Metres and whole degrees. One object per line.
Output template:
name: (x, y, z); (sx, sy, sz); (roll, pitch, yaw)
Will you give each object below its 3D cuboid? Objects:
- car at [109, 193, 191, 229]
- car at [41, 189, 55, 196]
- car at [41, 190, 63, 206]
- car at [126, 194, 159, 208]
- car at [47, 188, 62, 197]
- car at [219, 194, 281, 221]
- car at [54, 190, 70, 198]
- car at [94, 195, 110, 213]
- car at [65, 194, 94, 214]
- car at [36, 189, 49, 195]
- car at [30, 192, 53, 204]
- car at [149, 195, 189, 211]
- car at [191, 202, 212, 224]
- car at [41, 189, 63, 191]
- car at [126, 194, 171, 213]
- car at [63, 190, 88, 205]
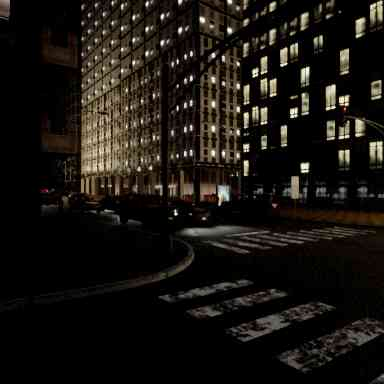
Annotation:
car: (-2.595, 1.008, 19.302); (2.192, 1.841, 5.009); (2, 0, -36)
car: (-31.808, 0.096, 73.597); (1.887, 1.381, 4.507); (1, 0, -36)
car: (-15.669, 0.827, 37.229); (2.008, 1.369, 4.403); (2, 0, -36)
car: (-5.669, 0.965, 37.736); (1.947, 1.339, 4.313); (1, 0, -36)
car: (-28.538, 0.099, 69.114); (1.967, 1.590, 4.097); (1, 0, -36)
car: (4.140, 1.027, 24.287); (2.192, 1.841, 5.009); (1, 0, -36)
car: (-25.274, 0.309, 64.632); (1.887, 1.381, 4.507); (1, 0, -36)
car: (-6.449, 0.988, 28.954); (1.882, 1.535, 5.008); (0, 1, -36)
car: (-9.136, 1.067, 28.266); (1.802, 1.307, 4.206); (2, 0, -36)
car: (-35.076, -0.011, 78.080); (1.887, 1.381, 4.507); (1, 0, -36)
car: (-18.936, 0.752, 41.710); (1.802, 1.307, 4.206); (2, 0, -36)
car: (-2.402, 1.070, 33.253); (1.947, 1.339, 4.313); (1, 0, -36)
car: (-0.671, 1.220, 21.026); (1.812, 1.442, 4.674); (0, 1, -36)
car: (-25.554, 0.382, 60.590); (1.994, 1.385, 4.181); (0, 1, -36)
car: (-4.209, 0.999, 31.306); (2.128, 1.511, 4.902); (0, 1, -36)
car: (-12.340, 0.813, 37.053); (2.128, 1.511, 4.902); (0, 1, -36)
